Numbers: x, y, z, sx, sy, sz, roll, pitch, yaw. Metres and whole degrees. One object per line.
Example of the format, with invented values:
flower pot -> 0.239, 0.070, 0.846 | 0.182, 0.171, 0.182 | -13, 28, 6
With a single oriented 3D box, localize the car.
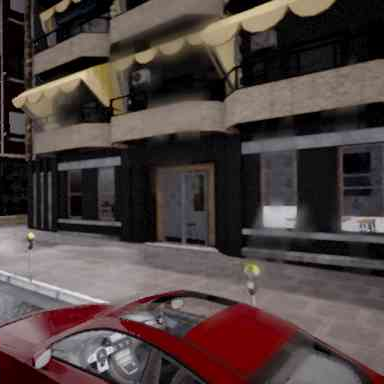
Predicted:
car -> -0.283, 1.570, 2.901 | 4.206, 1.307, 1.802 | 0, -1, 36
